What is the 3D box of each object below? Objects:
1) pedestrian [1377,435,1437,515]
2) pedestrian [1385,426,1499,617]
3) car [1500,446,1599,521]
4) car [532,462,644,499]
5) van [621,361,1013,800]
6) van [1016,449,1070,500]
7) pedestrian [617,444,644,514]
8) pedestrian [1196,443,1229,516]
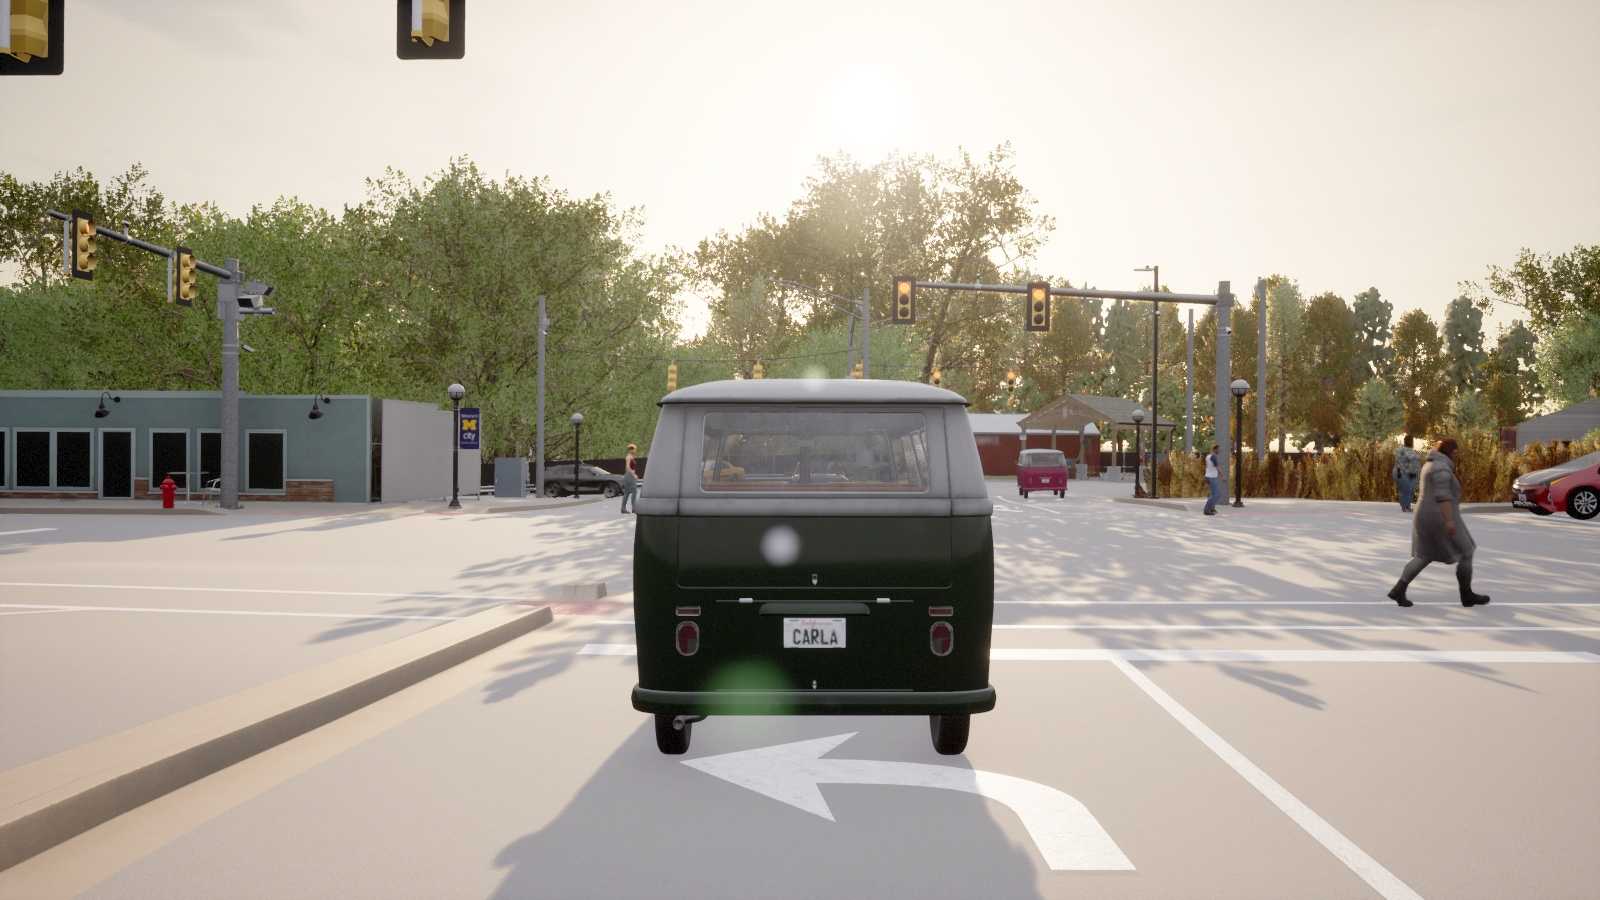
[{"bbox_3d":[14.475,0.581,29.954,0.874,1.855,0.900,1,0,-24],"label":"pedestrian"},{"bbox_3d":[6.761,0.728,13.259,0.873,1.952,0.659,1,0,9],"label":"pedestrian"},{"bbox_3d":[17.983,0.673,27.175,4.514,1.525,2.007,-1,0,4],"label":"car"},{"bbox_3d":[-10.139,1.469,60.181,4.856,1.649,2.033,-1,0,10],"label":"car"},{"bbox_3d":[0.062,0.631,7.930,1.775,1.987,4.442,0,-1,0],"label":"van"},{"bbox_3d":[10.010,0.969,52.072,1.775,1.987,4.442,-1,0,6],"label":"van"},{"bbox_3d":[-4.473,0.753,33.180,0.594,1.836,0.345,1,0,11],"label":"pedestrian"},{"bbox_3d":[10.430,0.736,31.747,0.706,1.836,0.354,1,0,3],"label":"pedestrian"}]
